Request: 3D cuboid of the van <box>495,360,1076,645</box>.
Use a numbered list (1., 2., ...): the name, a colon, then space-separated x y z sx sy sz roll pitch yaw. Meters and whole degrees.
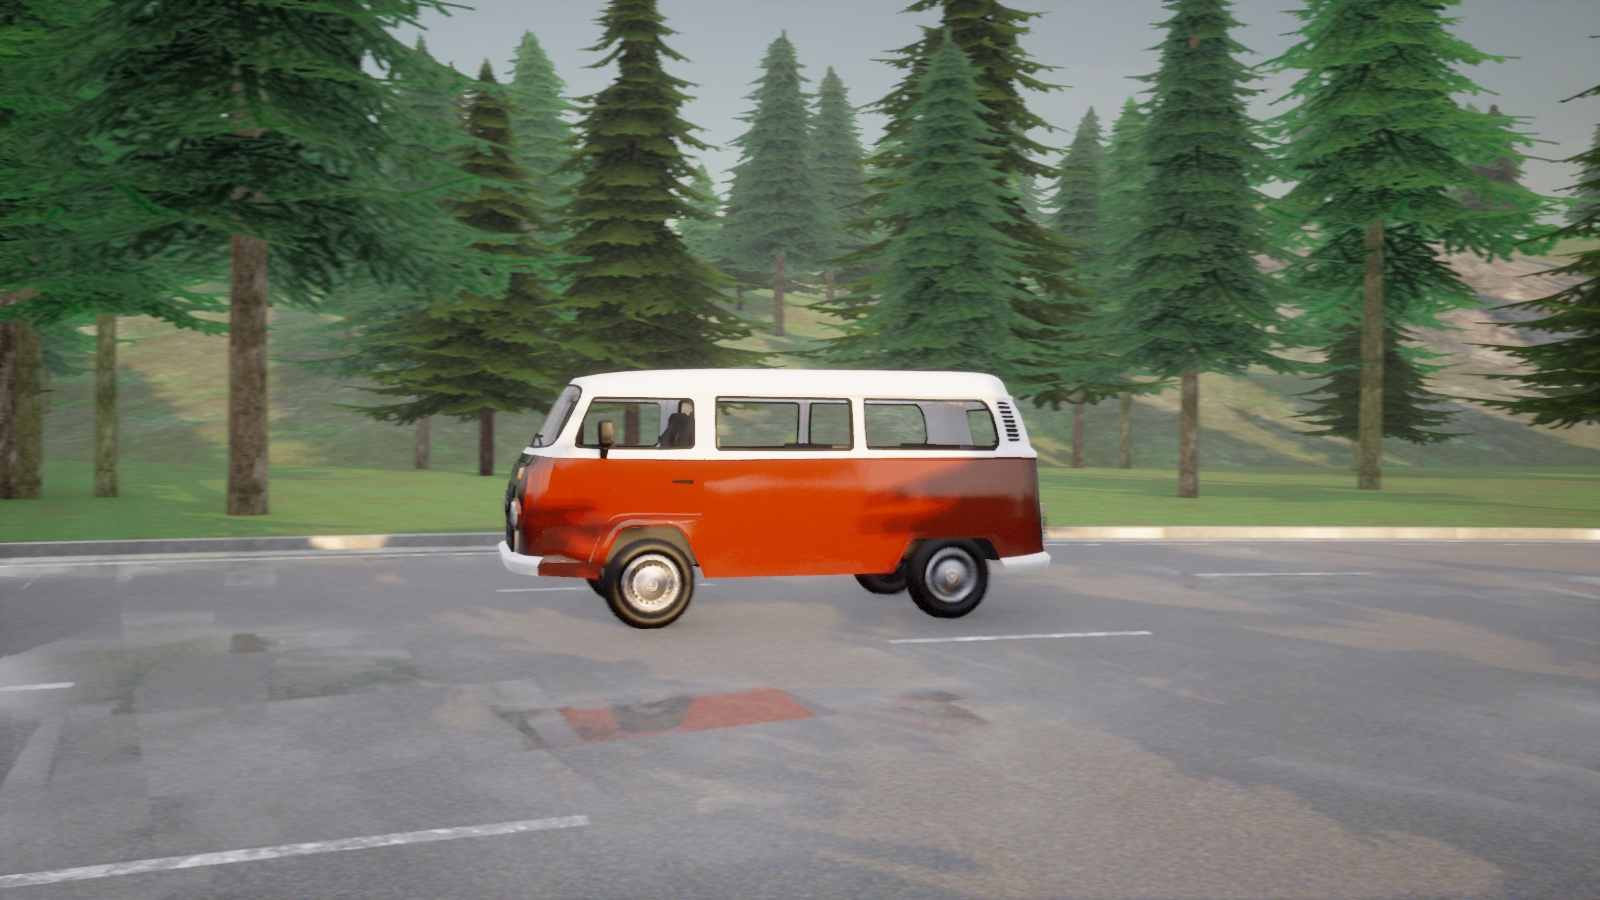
1. van: -0.209 0.334 10.583 4.480 2.038 2.069 -1 1 -16
